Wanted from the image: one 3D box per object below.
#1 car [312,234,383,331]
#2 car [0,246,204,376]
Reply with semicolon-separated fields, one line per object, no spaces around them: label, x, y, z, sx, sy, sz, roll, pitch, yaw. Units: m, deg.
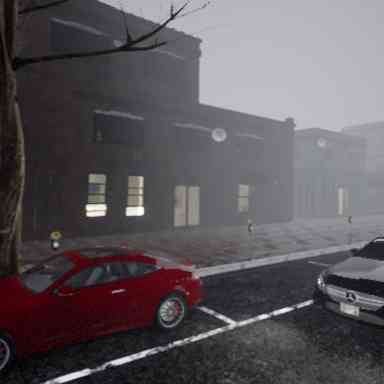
car;4.314;1.549;6.460;4.674;1.442;1.812;0;0;-36
car;-1.731;1.588;5.353;4.206;1.307;1.802;0;1;-35
